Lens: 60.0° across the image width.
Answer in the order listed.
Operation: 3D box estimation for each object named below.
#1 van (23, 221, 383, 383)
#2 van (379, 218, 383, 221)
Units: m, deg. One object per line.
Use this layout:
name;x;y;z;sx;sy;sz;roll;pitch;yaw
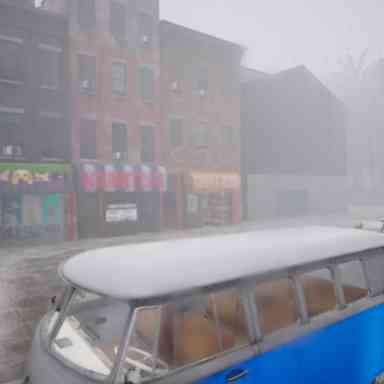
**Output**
van;0.557;1.311;3.208;3.998;1.788;1.690;-1;1;-35
van;5.005;1.238;6.381;3.998;1.788;1.690;-1;1;-35
